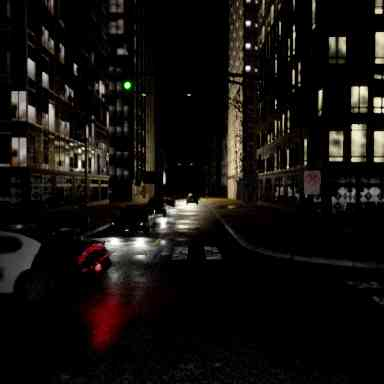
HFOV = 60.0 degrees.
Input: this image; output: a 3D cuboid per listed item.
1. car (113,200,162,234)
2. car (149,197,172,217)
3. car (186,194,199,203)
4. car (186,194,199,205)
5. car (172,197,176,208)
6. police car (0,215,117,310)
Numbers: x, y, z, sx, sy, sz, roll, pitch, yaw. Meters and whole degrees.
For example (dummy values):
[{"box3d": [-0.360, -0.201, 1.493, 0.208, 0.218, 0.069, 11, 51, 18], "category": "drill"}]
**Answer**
[{"box3d": [-3.080, 1.392, 18.363, 2.033, 1.411, 5.357, 0, 0, 0], "category": "car"}, {"box3d": [-3.067, 1.278, 28.812, 1.837, 1.490, 4.892, 0, 0, 0], "category": "car"}, {"box3d": [0.057, 1.071, 59.744, 2.128, 1.511, 4.902, 0, 0, 0], "category": "car"}, {"box3d": [0.047, 1.192, 49.328, 2.033, 1.411, 5.357, 0, 0, 0], "category": "car"}, {"box3d": [-3.046, 1.286, 41.718, 1.895, 1.301, 4.718, 0, 0, 0], "category": "car"}, {"box3d": [-4.391, 1.423, 7.094, 4.974, 1.542, 2.038, 0, 1, 1], "category": "police car"}]
